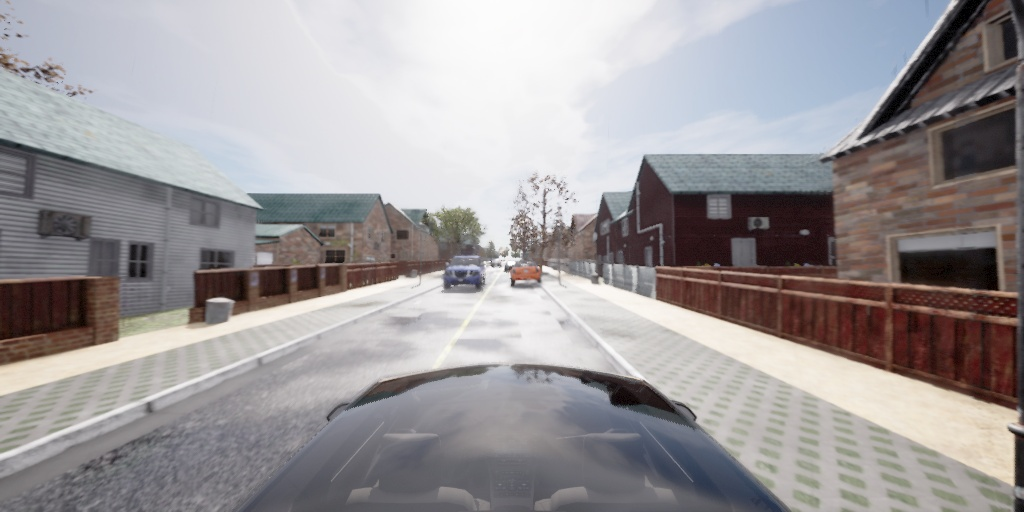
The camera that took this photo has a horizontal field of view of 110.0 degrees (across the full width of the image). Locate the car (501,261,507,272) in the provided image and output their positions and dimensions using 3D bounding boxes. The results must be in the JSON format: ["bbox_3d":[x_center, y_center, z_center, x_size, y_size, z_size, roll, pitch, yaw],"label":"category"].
[{"bbox_3d":[0.007,1.330,46.159,1.994,1.385,4.181,0,0,1],"label":"car"}]

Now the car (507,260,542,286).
[{"bbox_3d":[0.918,1.059,25.756,2.097,1.767,4.553,-3,-1,0],"label":"car"}]

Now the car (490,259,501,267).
[{"bbox_3d":[-2.788,1.270,64.749,2.128,1.511,4.902,0,0,1],"label":"car"}]

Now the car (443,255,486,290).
[{"bbox_3d":[-2.853,0.976,22.685,2.150,2.045,5.566,0,0,0],"label":"car"}]
